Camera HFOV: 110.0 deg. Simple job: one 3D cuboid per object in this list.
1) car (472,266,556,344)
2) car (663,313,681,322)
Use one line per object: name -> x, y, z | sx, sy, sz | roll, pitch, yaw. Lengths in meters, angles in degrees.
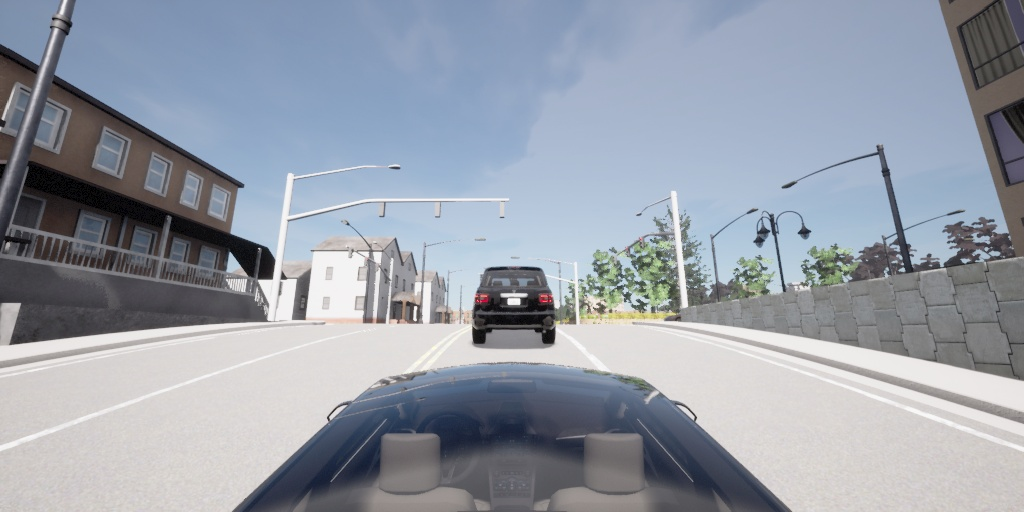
car -> 0.050, 1.500, 11.158 | 2.150, 2.045, 5.566 | 0, -7, 0
car -> 15.824, 5.448, 31.724 | 4.553, 1.767, 2.097 | 0, -12, 0
